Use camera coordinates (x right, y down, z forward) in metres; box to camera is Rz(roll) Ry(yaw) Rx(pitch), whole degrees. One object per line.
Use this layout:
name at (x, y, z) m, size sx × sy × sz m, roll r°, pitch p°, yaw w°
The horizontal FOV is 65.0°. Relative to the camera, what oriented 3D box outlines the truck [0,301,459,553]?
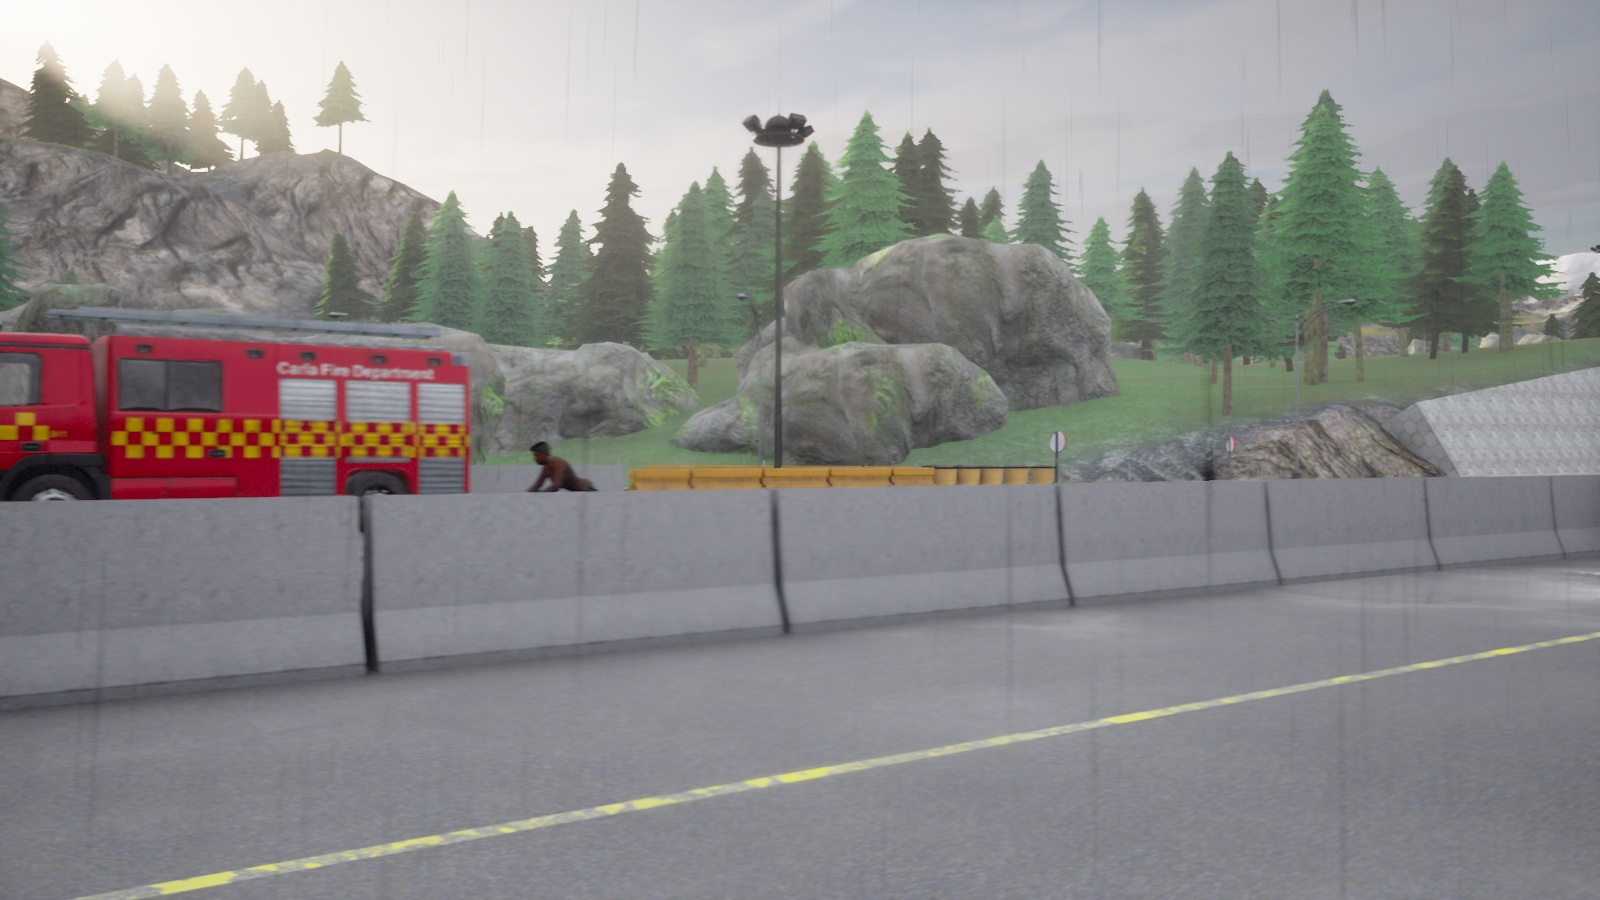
truck at (-10.588, -0.344, 21.879) m, size 8.468 × 3.827 × 2.891 m, roll 0°, pitch 0°, yaw -35°
